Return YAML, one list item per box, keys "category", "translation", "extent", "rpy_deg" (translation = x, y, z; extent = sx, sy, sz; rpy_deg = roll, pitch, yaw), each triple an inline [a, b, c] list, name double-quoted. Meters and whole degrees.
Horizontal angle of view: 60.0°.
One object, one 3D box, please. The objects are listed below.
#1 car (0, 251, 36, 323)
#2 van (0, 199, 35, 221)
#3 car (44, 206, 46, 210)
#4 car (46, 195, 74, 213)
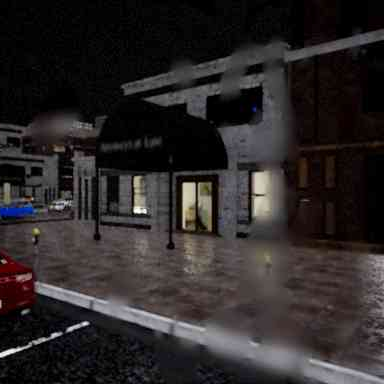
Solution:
- category: "car"
  translation: [-4.766, 1.578, 6.267]
  extent: [4.507, 1.381, 1.887]
  rpy_deg: [0, 0, 35]
- category: "van"
  translation: [-15.859, 1.548, 28.881]
  extent: [1.690, 1.788, 3.998]
  rpy_deg: [0, 0, 35]
- category: "car"
  translation: [-16.461, 1.742, 42.610]
  extent: [1.752, 1.417, 4.829]
  rpy_deg: [0, 0, 35]
- category: "car"
  translation: [-14.476, 1.442, 40.926]
  extent: [2.150, 2.045, 5.566]
  rpy_deg: [0, 0, 35]
